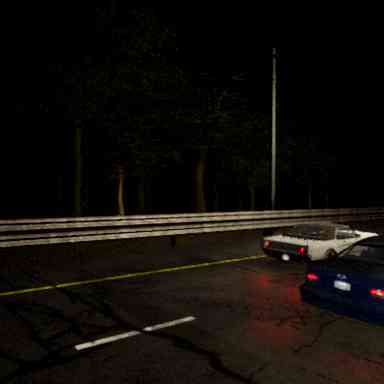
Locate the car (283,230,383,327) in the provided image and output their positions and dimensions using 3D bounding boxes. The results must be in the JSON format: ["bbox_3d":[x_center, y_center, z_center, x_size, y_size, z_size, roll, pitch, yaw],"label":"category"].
[{"bbox_3d":[4.539,1.629,6.979,5.357,1.411,2.033,1,0,-35],"label":"car"}]

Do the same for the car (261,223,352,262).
[{"bbox_3d":[4.641,1.710,11.346,4.718,1.301,1.895,1,0,-35],"label":"car"}]
